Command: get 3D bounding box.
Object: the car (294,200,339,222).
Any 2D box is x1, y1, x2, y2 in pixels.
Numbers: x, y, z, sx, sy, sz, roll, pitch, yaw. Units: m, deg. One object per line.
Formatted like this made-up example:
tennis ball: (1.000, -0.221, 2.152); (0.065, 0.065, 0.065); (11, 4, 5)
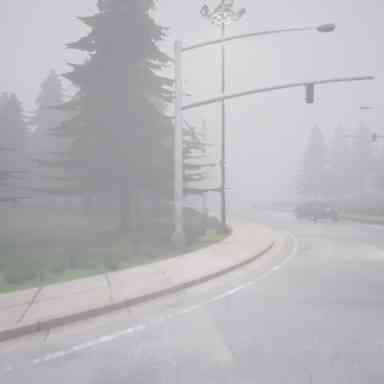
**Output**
car: (10.394, 1.494, 28.111); (2.097, 1.767, 4.553); (0, 0, -6)
